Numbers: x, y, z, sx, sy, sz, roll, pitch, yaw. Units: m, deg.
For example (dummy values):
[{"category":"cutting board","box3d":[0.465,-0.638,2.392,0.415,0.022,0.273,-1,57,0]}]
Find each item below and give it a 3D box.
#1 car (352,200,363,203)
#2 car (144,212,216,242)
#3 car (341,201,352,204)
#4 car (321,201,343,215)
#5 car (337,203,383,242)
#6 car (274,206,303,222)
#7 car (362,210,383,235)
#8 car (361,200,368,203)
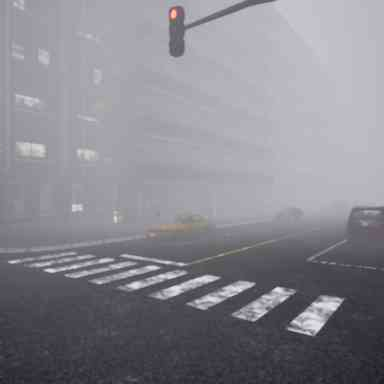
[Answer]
[{"category":"car","box3d":[28.837,2.650,59.811,1.887,1.381,4.507,-1,-2,35]},{"category":"car","box3d":[-0.507,1.779,17.922,1.752,1.417,4.829,-1,-2,35]},{"category":"car","box3d":[22.336,2.234,50.538,2.192,1.841,5.009,-1,-2,35]},{"category":"car","box3d":[18.989,2.348,45.755,1.752,1.417,4.829,-1,-2,35]},{"category":"car","box3d":[9.711,1.672,17.967,2.192,1.841,5.009,-1,-2,35]},{"category":"car","box3d":[9.339,2.088,31.978,1.887,1.381,4.507,-1,-2,35]},{"category":"car","box3d":[12.961,1.997,22.600,1.887,1.381,4.507,-1,-2,35]},{"category":"car","box3d":[32.085,2.512,64.454,2.192,1.841,5.009,-1,-2,35]}]
